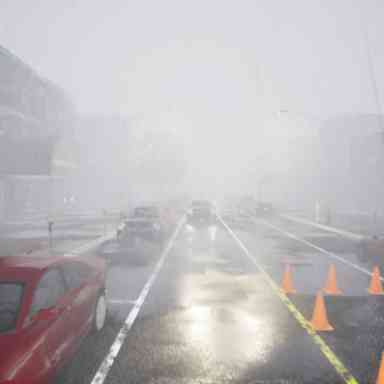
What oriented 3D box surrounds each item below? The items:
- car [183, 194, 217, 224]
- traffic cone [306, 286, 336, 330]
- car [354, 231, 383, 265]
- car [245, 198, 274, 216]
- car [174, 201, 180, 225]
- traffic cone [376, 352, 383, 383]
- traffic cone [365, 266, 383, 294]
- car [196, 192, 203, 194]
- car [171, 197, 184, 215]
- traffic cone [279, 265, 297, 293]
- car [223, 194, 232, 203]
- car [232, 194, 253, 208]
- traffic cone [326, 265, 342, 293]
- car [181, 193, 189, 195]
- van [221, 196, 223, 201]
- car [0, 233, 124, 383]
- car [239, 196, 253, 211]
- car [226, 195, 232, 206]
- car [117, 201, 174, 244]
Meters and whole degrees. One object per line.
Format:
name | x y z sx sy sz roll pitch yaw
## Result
car | 0.694 1.290 24.168 2.097 1.767 4.553 1 0 1
traffic cone | 2.154 1.962 5.606 0.340 0.580 0.340 1 0 1
car | 6.190 1.622 9.348 1.802 1.307 4.206 0 0 1
car | 6.605 1.547 31.537 1.947 1.339 4.313 0 0 1
car | -1.981 1.465 20.596 1.887 1.381 4.507 0 0 1
traffic cone | 2.116 1.968 3.606 0.340 0.580 0.340 1 0 1
traffic cone | 4.190 1.979 7.568 0.340 0.580 0.340 1 0 1
car | 1.960 0.990 87.314 2.150 2.045 5.566 1 0 1
car | -1.774 1.473 31.691 1.802 1.307 4.206 0 0 1
traffic cone | 2.191 1.957 7.605 0.340 0.580 0.340 1 0 1
car | 7.126 1.432 59.444 1.752 1.417 4.829 0 0 1
car | 6.812 1.267 42.632 2.192 1.841 5.009 0 0 1
traffic cone | 3.191 1.968 7.587 0.340 0.580 0.340 1 0 1
car | -1.256 1.131 59.427 2.192 1.841 5.009 0 0 1
van | 7.226 1.233 64.821 1.690 1.788 3.998 0 0 1
car | -2.291 1.509 3.954 1.887 1.381 4.507 0 0 1
car | 6.713 1.491 37.253 1.752 1.417 4.829 0 0 1
car | 7.019 1.504 53.726 1.802 1.307 4.206 0 0 1
car | -2.084 1.375 15.049 1.967 1.590 4.097 0 0 1
